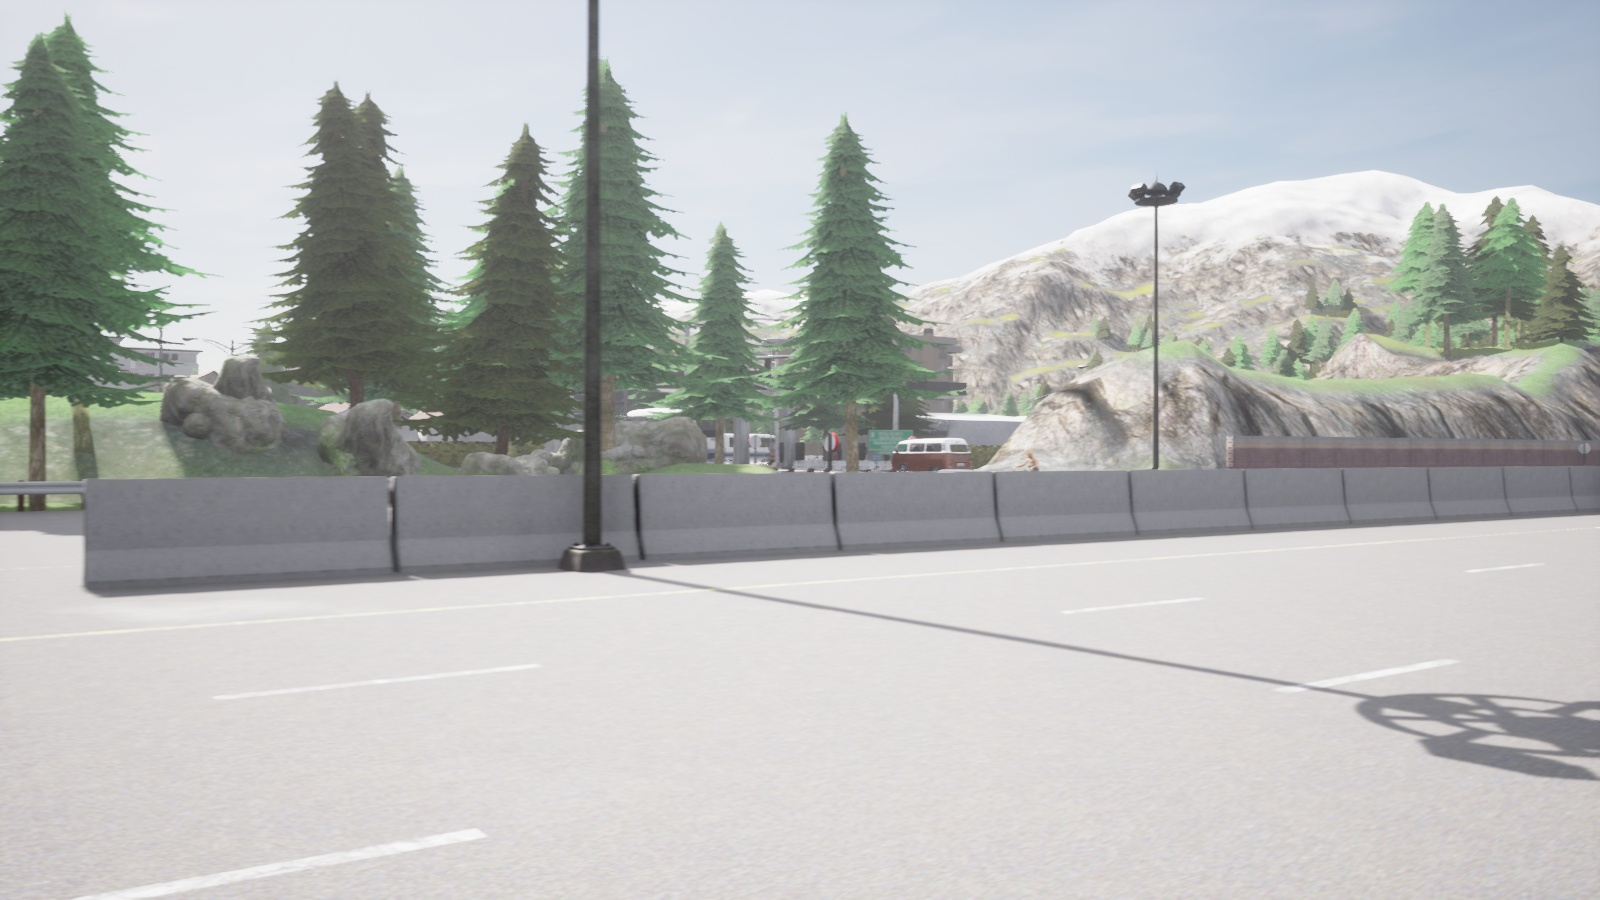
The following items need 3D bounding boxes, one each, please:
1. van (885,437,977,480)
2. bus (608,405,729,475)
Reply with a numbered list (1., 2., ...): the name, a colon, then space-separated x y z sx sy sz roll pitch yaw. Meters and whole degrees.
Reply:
1. van: 6.404 0.410 61.876 2.069 2.038 4.480 0 0 -35
2. bus: -8.730 -0.602 81.913 3.944 4.253 10.273 0 0 -30
